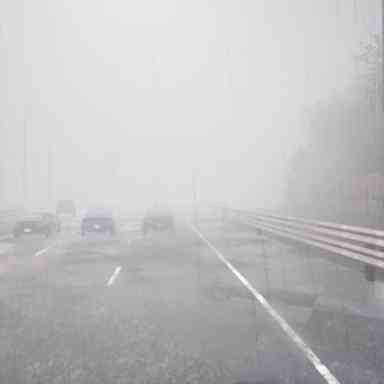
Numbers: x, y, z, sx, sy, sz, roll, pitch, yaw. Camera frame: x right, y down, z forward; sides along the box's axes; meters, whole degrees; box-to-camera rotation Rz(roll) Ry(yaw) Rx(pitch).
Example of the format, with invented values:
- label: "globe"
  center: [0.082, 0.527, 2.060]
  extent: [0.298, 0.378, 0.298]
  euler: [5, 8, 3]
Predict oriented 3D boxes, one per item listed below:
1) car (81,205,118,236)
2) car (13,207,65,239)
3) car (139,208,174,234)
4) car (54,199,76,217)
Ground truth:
- label: "car"
  center: [-5.782, 1.817, 21.020]
  extent: [1.882, 1.535, 5.008]
  euler: [0, -1, -11]
- label: "car"
  center: [-9.068, 1.881, 19.718]
  extent: [1.812, 1.442, 4.674]
  euler: [0, -1, -11]
- label: "car"
  center: [-2.343, 1.790, 21.637]
  extent: [1.882, 1.535, 5.008]
  euler: [0, -1, -11]
- label: "car"
  center: [-15.028, 1.900, 39.490]
  extent: [2.150, 2.045, 5.566]
  euler: [0, -1, -21]
